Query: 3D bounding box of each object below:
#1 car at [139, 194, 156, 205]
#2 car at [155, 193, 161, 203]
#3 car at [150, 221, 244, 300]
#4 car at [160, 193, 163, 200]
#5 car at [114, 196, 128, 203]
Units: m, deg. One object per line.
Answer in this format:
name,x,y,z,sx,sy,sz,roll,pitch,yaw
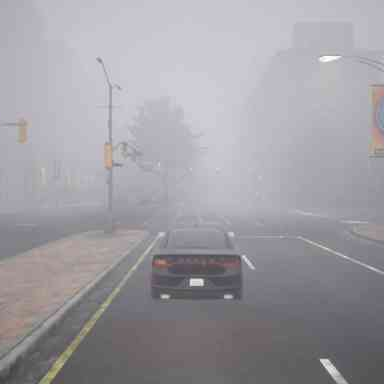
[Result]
car,-7.841,1.488,56.473,1.837,1.490,4.892,0,0,1
car,-7.754,1.507,65.732,1.812,1.442,4.674,0,0,1
car,0.114,1.475,8.462,1.882,1.535,5.008,0,0,1
car,-7.674,1.203,76.484,2.150,2.045,5.566,0,0,0
car,-14.460,1.575,67.846,1.895,1.301,4.718,0,0,0
